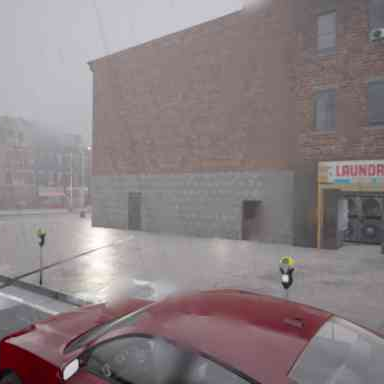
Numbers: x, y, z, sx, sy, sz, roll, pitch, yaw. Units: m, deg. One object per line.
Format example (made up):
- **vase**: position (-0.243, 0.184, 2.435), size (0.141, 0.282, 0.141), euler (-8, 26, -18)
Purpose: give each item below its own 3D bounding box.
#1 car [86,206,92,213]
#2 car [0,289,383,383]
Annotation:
- **car**: position (-10.925, 2.009, 41.950), size (1.895, 1.301, 4.718), euler (1, 0, 36)
- **car**: position (0.101, 1.544, 2.728), size (4.507, 1.381, 1.887), euler (0, 1, 36)
